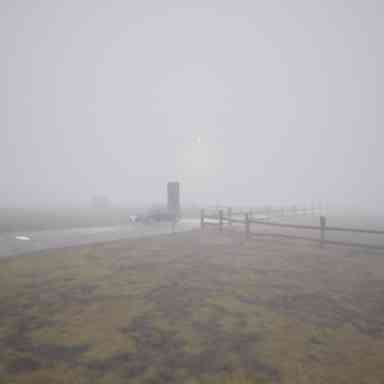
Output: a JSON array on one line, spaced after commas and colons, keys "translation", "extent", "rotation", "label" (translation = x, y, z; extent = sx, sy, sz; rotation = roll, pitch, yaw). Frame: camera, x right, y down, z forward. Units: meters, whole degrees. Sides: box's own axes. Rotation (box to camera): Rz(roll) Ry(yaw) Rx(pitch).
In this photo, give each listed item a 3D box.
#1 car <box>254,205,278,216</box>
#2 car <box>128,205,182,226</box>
[{"translation": [9.671, 2.361, 43.278], "extent": [1.994, 1.385, 4.181], "rotation": [0, -1, 36], "label": "car"}, {"translation": [-2.789, 1.764, 25.739], "extent": [2.128, 1.511, 4.902], "rotation": [0, -1, 35], "label": "car"}]
